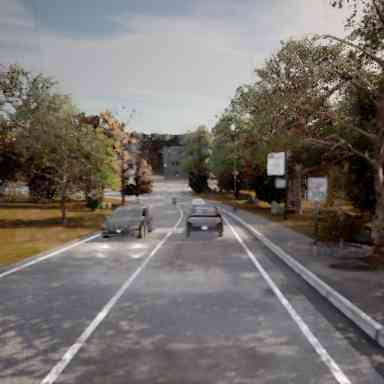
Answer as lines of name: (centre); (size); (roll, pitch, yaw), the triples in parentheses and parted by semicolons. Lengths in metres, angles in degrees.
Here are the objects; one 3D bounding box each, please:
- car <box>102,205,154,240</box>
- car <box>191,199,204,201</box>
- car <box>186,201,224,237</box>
car: (-3.099, 1.453, 16.855); (1.837, 1.490, 4.892); (0, 0, 2)
car: (0.611, 1.433, 36.220); (1.812, 1.442, 4.674); (0, 0, -3)
car: (0.677, 1.456, 17.988); (2.128, 1.511, 4.902); (0, 0, 2)
